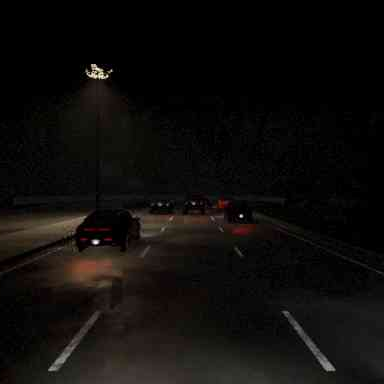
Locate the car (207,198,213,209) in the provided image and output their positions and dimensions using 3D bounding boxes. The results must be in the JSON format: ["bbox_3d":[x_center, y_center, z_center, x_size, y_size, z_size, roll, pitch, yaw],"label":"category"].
[{"bbox_3d":[1.614,1.492,44.549,2.128,1.511,4.902,0,0,12],"label":"car"}]

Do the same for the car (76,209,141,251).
[{"bbox_3d":[-3.401,1.505,14.162,1.837,1.490,4.892,0,0,0],"label":"car"}]

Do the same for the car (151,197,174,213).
[{"bbox_3d":[-3.158,1.355,36.311,2.097,1.767,4.553,0,0,3],"label":"car"}]

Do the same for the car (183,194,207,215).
[{"bbox_3d":[0.275,1.221,34.770,2.150,2.045,5.566,0,0,2],"label":"car"}]

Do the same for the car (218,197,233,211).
[{"bbox_3d":[4.391,1.352,40.922,2.097,1.767,4.553,0,0,9],"label":"car"}]

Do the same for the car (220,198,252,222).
[{"bbox_3d":[3.603,1.504,26.696,1.837,1.490,4.892,0,0,0],"label":"car"}]
